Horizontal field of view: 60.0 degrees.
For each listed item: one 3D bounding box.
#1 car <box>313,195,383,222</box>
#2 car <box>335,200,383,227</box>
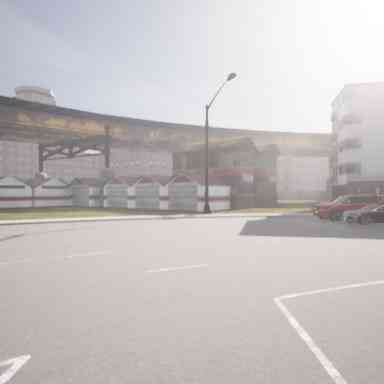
[{"bbox_3d":[12.334,1.210,25.703,5.566,2.045,2.150,0,0,-3],"label":"car"},{"bbox_3d":[12.603,1.482,22.168,4.902,1.511,2.128,0,0,-3],"label":"car"}]
